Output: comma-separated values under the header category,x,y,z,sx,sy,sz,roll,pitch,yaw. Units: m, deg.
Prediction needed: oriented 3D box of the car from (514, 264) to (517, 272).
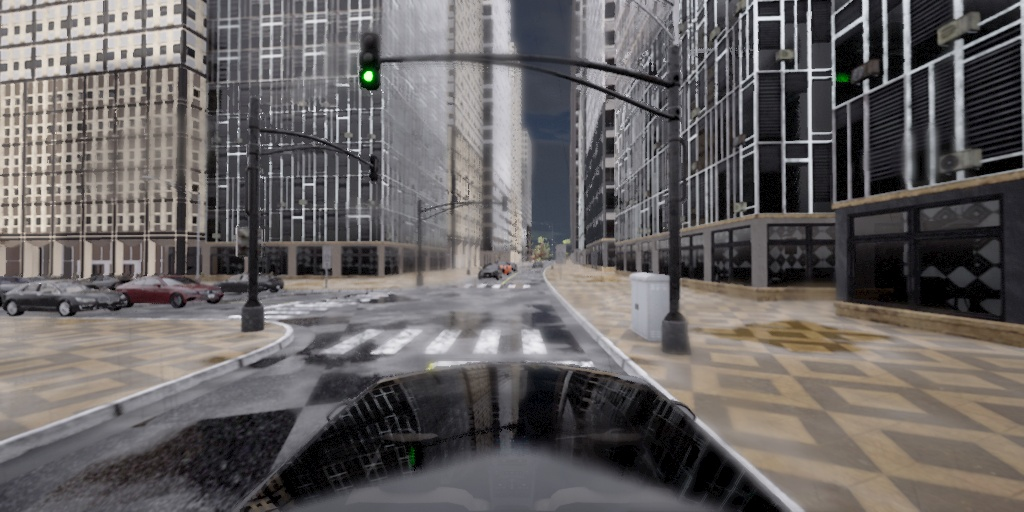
category,x,y,z,sx,sy,sz,roll,pitch,yaw
car,-0.251,1.637,53.744,2.033,1.411,5.357,0,0,6

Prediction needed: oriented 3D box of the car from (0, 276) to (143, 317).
category,x,y,z,sx,sy,sz,roll,pitch,yaw
car,-18.150,1.660,14.608,4.403,1.370,2.007,0,0,9

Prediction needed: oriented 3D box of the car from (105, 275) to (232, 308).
category,x,y,z,sx,sy,sz,roll,pitch,yaw
car,-16.194,1.638,16.933,4.674,1.442,1.812,-1,-1,9

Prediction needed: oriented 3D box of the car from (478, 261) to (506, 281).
category,x,y,z,sx,sy,sz,roll,pitch,yaw
car,-1.977,1.474,33.619,1.837,1.490,4.892,0,0,4

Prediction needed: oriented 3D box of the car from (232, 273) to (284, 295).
category,x,y,z,sx,sy,sz,roll,pitch,yaw
car,-16.851,1.764,22.887,4.403,1.370,2.007,0,0,9

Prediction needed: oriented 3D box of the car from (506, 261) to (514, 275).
category,x,y,z,sx,sy,sz,roll,pitch,yaw
car,-1.250,1.381,43.201,2.097,1.767,4.553,0,0,5
